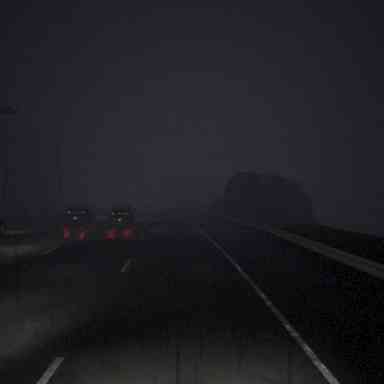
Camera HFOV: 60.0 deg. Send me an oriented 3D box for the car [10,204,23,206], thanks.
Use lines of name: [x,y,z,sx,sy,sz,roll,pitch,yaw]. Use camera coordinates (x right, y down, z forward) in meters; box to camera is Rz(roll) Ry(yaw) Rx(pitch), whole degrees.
car: [-33.429,2.210,63.603,1.812,1.442,4.674,0,-1,-21]

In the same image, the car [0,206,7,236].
car: [-11.388,1.696,17.207,1.837,1.490,4.892,0,-1,-6]

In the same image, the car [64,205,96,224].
car: [-9.154,1.777,27.430,2.128,1.511,4.902,0,-1,-9]

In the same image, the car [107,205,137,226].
car: [-5.352,1.751,25.605,2.128,1.511,4.902,0,-1,-8]

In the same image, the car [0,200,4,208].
car: [-36.602,2.231,62.118,1.994,1.385,4.181,0,-1,-21]
